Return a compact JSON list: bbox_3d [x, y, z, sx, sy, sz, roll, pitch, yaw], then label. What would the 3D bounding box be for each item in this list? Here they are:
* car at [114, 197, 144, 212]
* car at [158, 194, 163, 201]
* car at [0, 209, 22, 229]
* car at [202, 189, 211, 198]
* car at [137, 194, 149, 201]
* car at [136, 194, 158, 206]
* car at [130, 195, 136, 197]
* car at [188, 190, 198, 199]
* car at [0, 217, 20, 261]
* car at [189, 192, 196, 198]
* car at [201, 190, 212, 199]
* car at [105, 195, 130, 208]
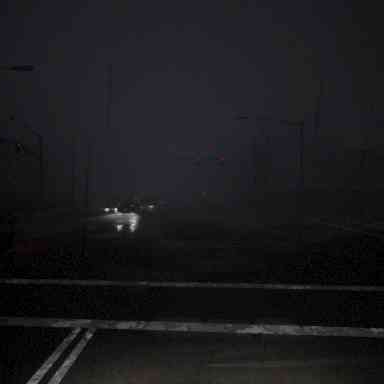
[{"bbox_3d":[-7.015,1.542,37.320,1.895,1.301,4.718,0,0,0],"label":"car"},{"bbox_3d":[-6.865,1.052,66.656,1.882,1.535,5.008,0,1,1],"label":"car"},{"bbox_3d":[-10.564,1.564,16.998,1.994,1.385,4.181,0,0,0],"label":"car"},{"bbox_3d":[3.708,0.378,87.560,2.150,2.045,5.566,0,1,0],"label":"car"},{"bbox_3d":[-10.333,1.096,70.556,1.895,1.301,4.718,0,1,0],"label":"car"},{"bbox_3d":[-6.972,1.273,52.076,1.882,1.535,5.008,0,0,0],"label":"car"},{"bbox_3d":[-10.452,1.230,56.802,2.128,1.511,4.902,0,1,0],"label":"car"},{"bbox_3d":[0.181,0.604,76.503,2.150,2.045,5.566,0,1,0],"label":"car"},{"bbox_3d":[-7.082,1.601,9.317,1.895,1.301,4.718,0,0,0],"label":"car"},{"bbox_3d":[0.207,0.685,87.179,1.812,1.442,4.674,0,1,0],"label":"car"},{"bbox_3d":[3.685,0.910,77.567,1.994,1.385,4.181,0,1,0],"label":"car"},{"bbox_3d":[-10.494,1.417,46.056,2.033,1.411,5.357,0,1,0],"label":"car"}]
